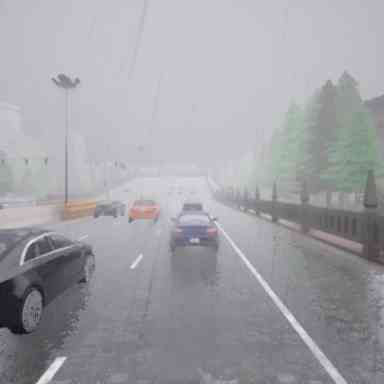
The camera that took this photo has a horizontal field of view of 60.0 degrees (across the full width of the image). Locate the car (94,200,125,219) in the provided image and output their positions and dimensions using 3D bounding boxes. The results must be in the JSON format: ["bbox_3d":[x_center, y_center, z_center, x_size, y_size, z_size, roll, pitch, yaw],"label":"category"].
[{"bbox_3d":[-6.922,1.429,28.288,1.837,1.490,4.892,0,0,0],"label":"car"}]

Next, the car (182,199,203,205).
[{"bbox_3d":[0.075,1.390,32.083,1.882,1.535,5.008,0,0,0],"label":"car"}]

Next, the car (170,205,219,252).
[{"bbox_3d":[0.090,1.488,13.670,1.812,1.442,4.674,0,0,0],"label":"car"}]

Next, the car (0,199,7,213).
[{"bbox_3d":[-21.092,1.439,34.009,1.812,1.442,4.674,0,0,0],"label":"car"}]

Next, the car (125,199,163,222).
[{"bbox_3d":[-3.420,1.285,25.301,2.097,1.767,4.553,0,0,0],"label":"car"}]

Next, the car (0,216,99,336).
[{"bbox_3d":[-3.407,1.473,6.638,2.128,1.511,4.902,0,0,0],"label":"car"}]
